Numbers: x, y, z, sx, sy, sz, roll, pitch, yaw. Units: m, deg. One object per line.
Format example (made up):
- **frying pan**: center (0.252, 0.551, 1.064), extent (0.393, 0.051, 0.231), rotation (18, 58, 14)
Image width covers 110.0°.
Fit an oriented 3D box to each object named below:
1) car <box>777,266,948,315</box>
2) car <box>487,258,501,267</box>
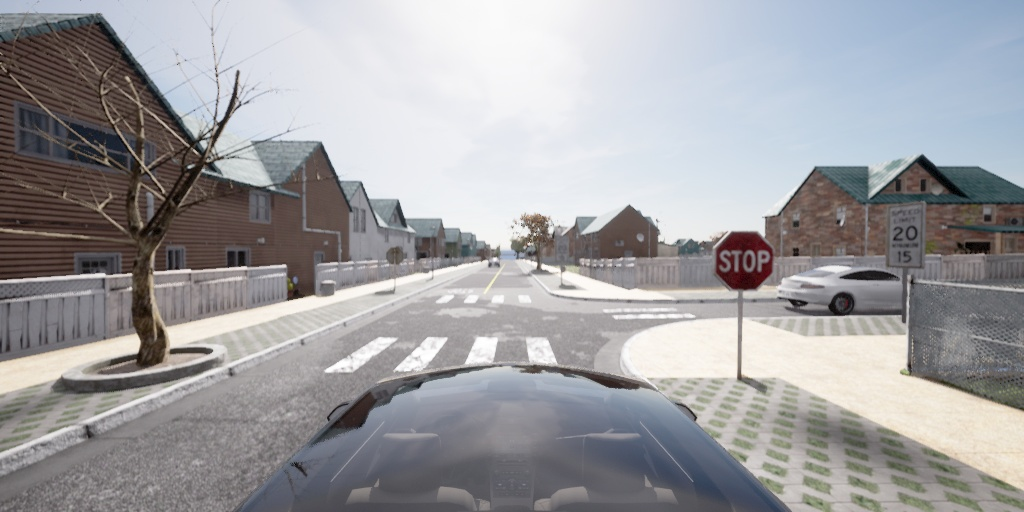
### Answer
- **car**: center (11.355, 1.045, 11.780), extent (4.674, 1.442, 1.812), rotation (-1, 1, 0)
- **car**: center (-2.879, 1.041, 58.336), extent (2.128, 1.511, 4.902), rotation (0, 0, 0)
